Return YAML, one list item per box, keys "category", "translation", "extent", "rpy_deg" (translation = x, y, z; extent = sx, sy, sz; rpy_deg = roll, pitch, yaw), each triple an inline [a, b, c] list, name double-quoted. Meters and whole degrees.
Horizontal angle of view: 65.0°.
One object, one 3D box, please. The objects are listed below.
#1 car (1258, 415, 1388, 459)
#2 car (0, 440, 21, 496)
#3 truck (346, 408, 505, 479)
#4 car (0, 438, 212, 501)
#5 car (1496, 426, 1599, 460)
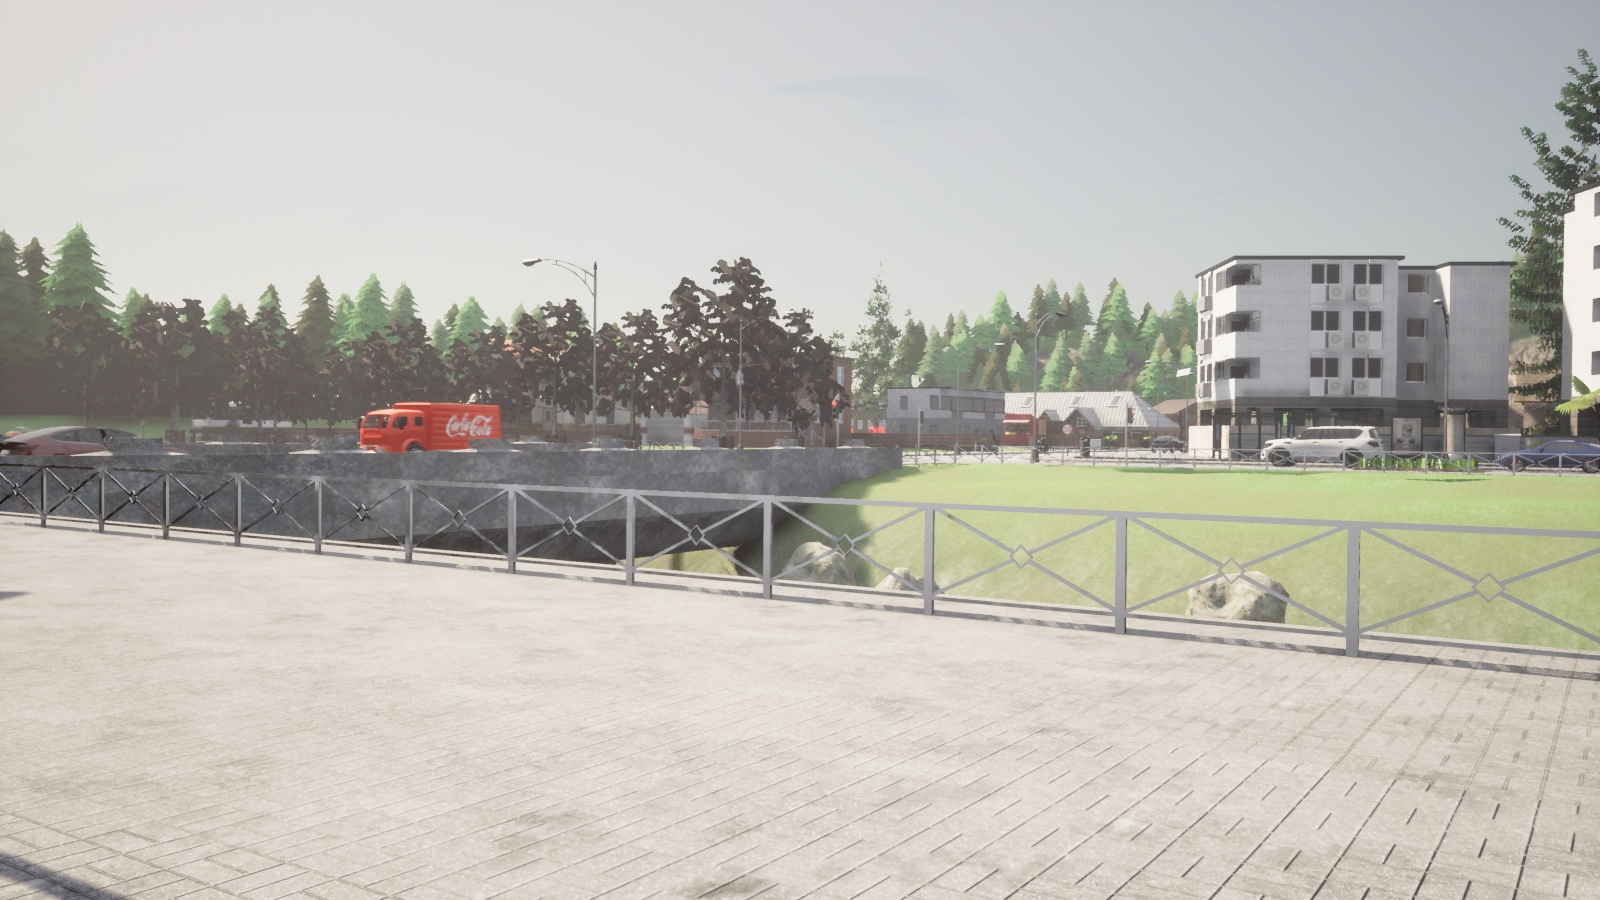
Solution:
- category: "car"
  translation: [25.532, -0.618, 61.345]
  extent: [5.566, 2.045, 2.150]
  rpy_deg: [0, 1, 33]
- category: "car"
  translation: [-23.069, 0.500, 33.299]
  extent: [1.845, 1.501, 3.633]
  rpy_deg: [0, 1, 34]
- category: "truck"
  translation: [-13.942, -0.272, 47.054]
  extent: [2.627, 2.467, 5.204]
  rpy_deg: [0, 1, 34]
- category: "car"
  translation: [-18.396, 0.446, 33.120]
  extent: [2.163, 1.488, 4.792]
  rpy_deg: [0, 1, 34]
- category: "car"
  translation: [33.722, -0.311, 55.907]
  extent: [4.674, 1.442, 1.812]
  rpy_deg: [0, 1, 33]
